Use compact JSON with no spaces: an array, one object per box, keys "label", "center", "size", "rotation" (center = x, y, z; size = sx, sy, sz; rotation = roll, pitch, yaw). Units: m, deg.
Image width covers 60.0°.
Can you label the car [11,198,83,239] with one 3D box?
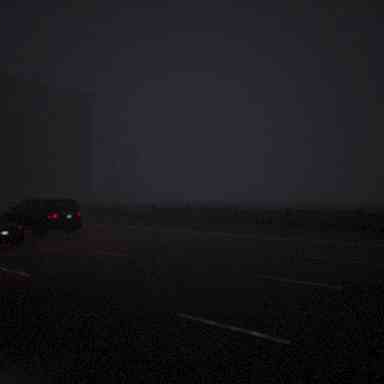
[{"label":"car","center":[-8.502,1.362,18.644],"size":[5.566,2.045,2.150],"rotation":[0,0,35]}]

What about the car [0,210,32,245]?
[{"label":"car","center":[-9.394,1.692,14.983],"size":[4.181,1.385,1.994],"rotation":[0,0,35]}]
